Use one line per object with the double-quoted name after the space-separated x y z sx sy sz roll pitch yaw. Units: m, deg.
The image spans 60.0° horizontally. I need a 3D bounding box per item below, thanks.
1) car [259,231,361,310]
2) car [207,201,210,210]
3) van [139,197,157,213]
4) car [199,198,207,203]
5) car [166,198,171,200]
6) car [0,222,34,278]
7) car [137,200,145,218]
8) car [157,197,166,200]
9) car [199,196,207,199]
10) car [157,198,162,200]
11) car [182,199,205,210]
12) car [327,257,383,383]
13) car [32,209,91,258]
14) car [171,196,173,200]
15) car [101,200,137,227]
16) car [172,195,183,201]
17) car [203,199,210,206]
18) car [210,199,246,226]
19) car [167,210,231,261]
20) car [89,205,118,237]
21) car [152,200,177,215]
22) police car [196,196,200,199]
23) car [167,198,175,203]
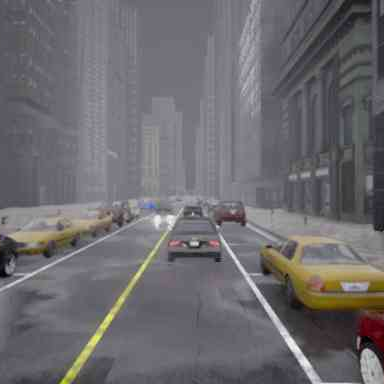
2.758 1.585 7.942 1.752 1.417 4.829 0 0 0 "car"
2.753 1.781 30.332 2.008 1.369 4.403 0 0 0 "car"
-5.776 1.661 41.606 1.690 1.788 3.998 0 0 0 "van"
2.740 2.241 86.736 1.887 1.381 4.507 0 0 0 "car"
-5.781 1.822 64.168 2.192 1.841 5.009 0 0 0 "car"
-5.767 1.624 7.761 1.947 1.339 4.313 0 0 0 "car"
-5.772 1.754 30.154 1.752 1.417 4.829 0 0 0 "car"
-5.779 1.728 52.887 2.192 1.841 5.009 0 0 0 "car"
2.746 1.900 58.534 1.967 1.590 4.097 0 0 0 "car"
-5.776 1.917 47.245 2.008 1.369 4.403 0 0 0 "car"
0.086 1.755 32.810 1.837 1.490 4.892 0 0 0 "car"
2.760 1.562 2.131 1.887 1.381 4.507 0 0 0 "car"
-5.768 1.625 13.232 1.752 1.417 4.829 0 0 0 "car"
-5.784 2.215 81.088 1.947 1.339 4.313 0 0 0 "car"
-5.772 1.501 24.685 2.192 1.841 5.009 0 0 0 "car"
-3.018 1.844 79.263 1.895 1.301 4.718 0 0 0 "car"
2.750 1.871 41.613 2.008 1.369 4.403 0 0 0 "car"
2.753 1.502 24.694 2.192 1.841 5.009 0 0 0 "car"
0.083 1.643 12.640 2.033 1.411 5.357 0 0 0 "car"
-5.770 1.667 18.873 1.752 1.417 4.829 0 0 0 "car"
-3.107 1.895 38.360 1.895 1.301 4.718 0 0 0 "car"
2.349 2.000 72.311 1.930 1.638 5.238 0 0 0 "police car"
-5.787 2.294 92.369 2.008 1.369 4.403 0 0 0 "car"
